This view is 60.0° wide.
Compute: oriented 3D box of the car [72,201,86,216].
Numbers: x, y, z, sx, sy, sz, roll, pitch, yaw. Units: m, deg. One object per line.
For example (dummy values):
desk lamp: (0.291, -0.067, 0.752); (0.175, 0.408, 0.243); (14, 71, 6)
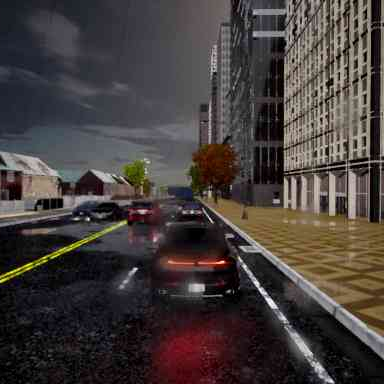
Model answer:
car: (-9.962, 1.579, 32.618); (2.033, 1.411, 5.357); (0, 0, 0)

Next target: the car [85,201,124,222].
car: (-6.708, 1.545, 26.607); (1.812, 1.442, 4.674); (0, 0, 0)

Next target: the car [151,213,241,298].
car: (0.070, 1.506, 8.494); (1.837, 1.490, 4.892); (0, 0, 0)

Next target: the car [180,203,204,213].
car: (-0.006, 1.568, 27.071); (2.033, 1.411, 5.357); (0, 0, 0)

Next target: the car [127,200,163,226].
car: (-3.242, 1.368, 23.863); (2.097, 1.767, 4.553); (0, 0, 0)
